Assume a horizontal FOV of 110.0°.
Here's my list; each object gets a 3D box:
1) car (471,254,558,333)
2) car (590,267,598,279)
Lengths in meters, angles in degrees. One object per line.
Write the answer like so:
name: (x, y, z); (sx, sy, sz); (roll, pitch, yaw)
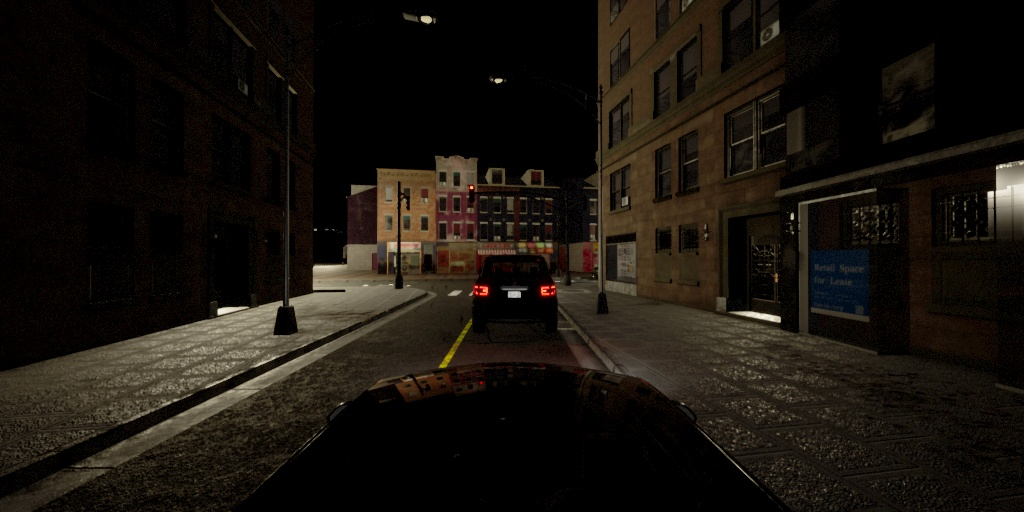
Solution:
car: (0.097, 0.972, 10.864); (2.150, 2.045, 5.566); (0, 0, 1)
car: (8.889, 1.089, 29.869); (4.553, 1.767, 2.097); (0, 0, -10)
